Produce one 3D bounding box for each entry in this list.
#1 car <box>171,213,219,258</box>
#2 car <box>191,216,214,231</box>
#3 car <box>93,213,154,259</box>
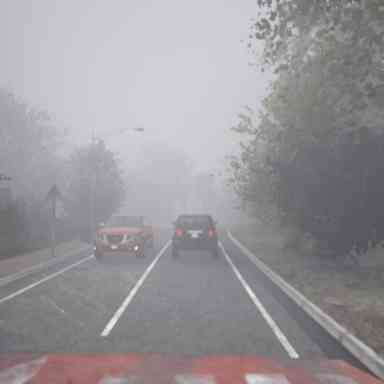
[{"bbox_3d":[0.161,2.083,17.086,2.150,2.045,5.566,-1,-2,1],"label":"car"},{"bbox_3d":[1.175,3.244,34.464,1.994,1.385,4.181,-1,-4,7],"label":"car"},{"bbox_3d":[-3.266,2.113,16.984,2.150,2.045,5.566,-1,-3,1],"label":"car"}]
